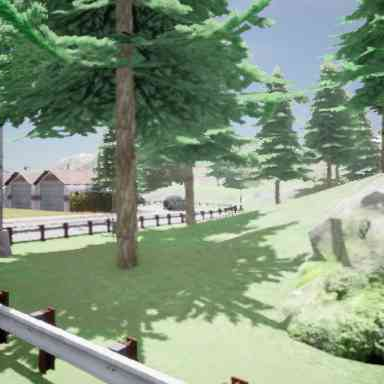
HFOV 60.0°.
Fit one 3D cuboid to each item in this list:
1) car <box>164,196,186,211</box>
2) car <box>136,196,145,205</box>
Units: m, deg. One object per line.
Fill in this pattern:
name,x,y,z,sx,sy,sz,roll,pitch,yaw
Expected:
car,-1.925,1.249,38.548,2.097,1.767,4.553,0,0,-16
car,-9.486,1.359,52.049,4.892,1.490,1.837,0,0,36
